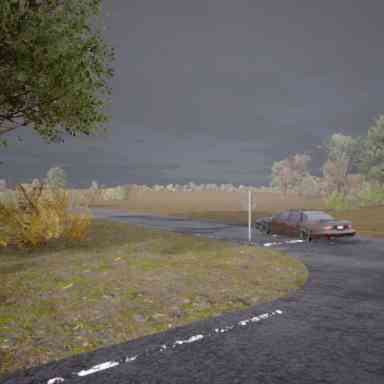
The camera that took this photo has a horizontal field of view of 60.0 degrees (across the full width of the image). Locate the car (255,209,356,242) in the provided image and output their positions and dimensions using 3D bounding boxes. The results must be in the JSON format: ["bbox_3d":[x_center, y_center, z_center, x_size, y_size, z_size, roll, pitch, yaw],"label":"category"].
[{"bbox_3d":[5.320,1.565,16.466,2.033,1.411,5.357,0,0,-24],"label":"car"}]
